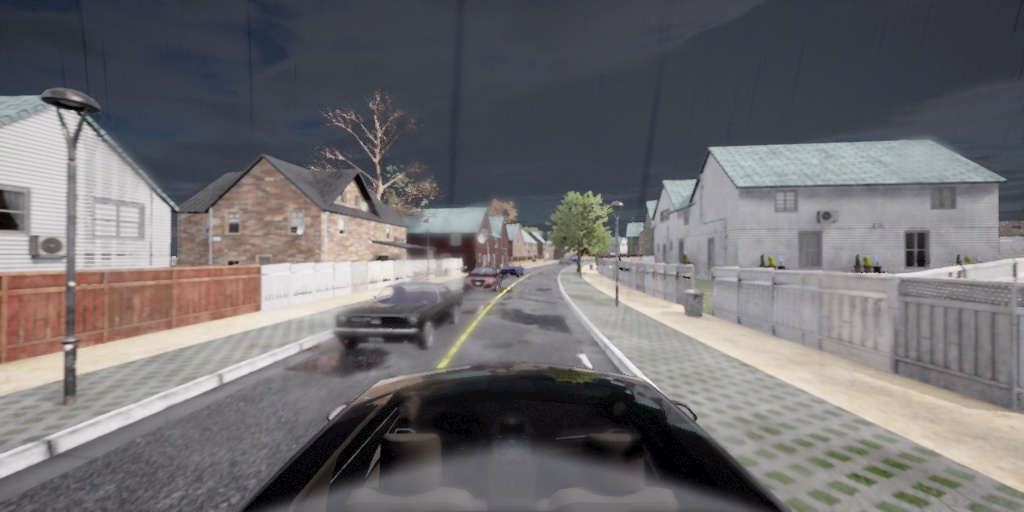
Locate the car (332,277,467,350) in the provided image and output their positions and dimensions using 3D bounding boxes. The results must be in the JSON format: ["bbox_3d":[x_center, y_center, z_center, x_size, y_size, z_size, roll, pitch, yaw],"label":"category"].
[{"bbox_3d":[-2.594,1.370,9.287,1.895,1.301,4.718,0,0,2],"label":"car"}]

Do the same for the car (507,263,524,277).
[{"bbox_3d":[0.036,1.388,35.847,1.895,1.301,4.718,0,0,9],"label":"car"}]

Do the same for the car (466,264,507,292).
[{"bbox_3d":[-1.705,1.372,22.015,1.994,1.385,4.181,0,0,5],"label":"car"}]
